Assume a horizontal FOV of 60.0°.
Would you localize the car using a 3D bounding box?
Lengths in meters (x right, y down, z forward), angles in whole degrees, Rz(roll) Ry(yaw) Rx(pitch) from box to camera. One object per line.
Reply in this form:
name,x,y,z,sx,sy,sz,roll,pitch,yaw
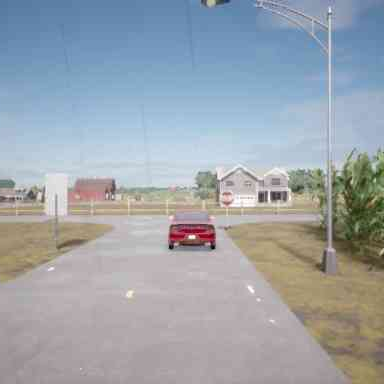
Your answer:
car,0.000,1.506,14.652,1.882,1.535,5.008,0,0,0
